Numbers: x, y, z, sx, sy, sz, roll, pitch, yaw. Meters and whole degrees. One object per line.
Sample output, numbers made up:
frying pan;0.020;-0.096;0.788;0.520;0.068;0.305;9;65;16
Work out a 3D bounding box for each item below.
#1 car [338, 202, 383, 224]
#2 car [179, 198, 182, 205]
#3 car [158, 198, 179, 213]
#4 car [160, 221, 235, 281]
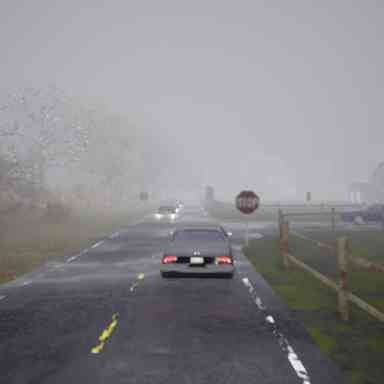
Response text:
car;13.198;1.499;24.029;5.008;1.535;1.882;0;-1;0
car;-2.828;1.626;49.046;1.837;1.490;4.892;0;0;0
car;-2.835;1.582;38.647;1.882;1.535;5.008;0;0;0
car;0.246;1.579;9.933;2.033;1.411;5.357;0;0;3
